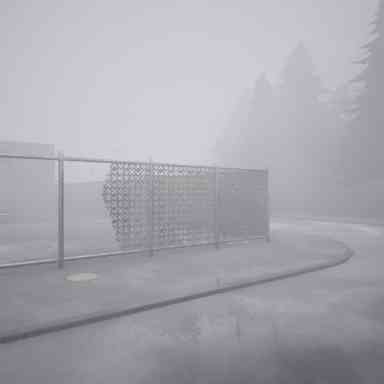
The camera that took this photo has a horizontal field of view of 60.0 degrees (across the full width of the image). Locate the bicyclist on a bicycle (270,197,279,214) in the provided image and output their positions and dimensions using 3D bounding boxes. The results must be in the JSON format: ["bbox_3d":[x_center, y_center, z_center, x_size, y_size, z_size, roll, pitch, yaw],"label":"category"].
[{"bbox_3d":[7.911,1.349,32.441,1.656,1.620,0.582,0,0,-36],"label":"bicyclist on a bicycle"}]
